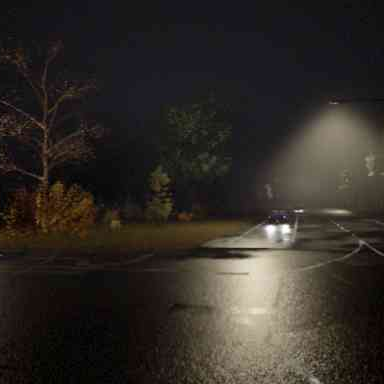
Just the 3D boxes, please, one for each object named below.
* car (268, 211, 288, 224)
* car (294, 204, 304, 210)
[{"bbox_3d":[9.188,2.653,35.348,1.895,1.301,4.718,-3,-2,18],"label":"car"},{"bbox_3d":[25.748,3.589,79.859,2.128,1.511,4.902,-4,-3,23],"label":"car"}]
